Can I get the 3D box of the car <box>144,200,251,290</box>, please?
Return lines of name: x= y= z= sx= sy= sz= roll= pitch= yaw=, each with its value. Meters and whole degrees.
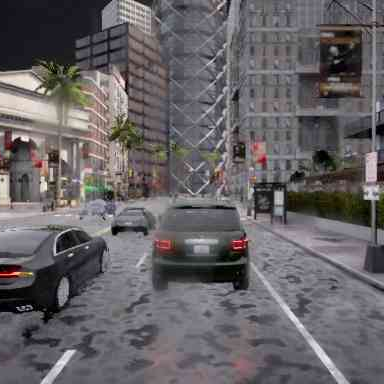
car: x=0.200 y=1.221 z=9.221 sx=2.150 sy=2.045 sz=5.566 roll=0 pitch=0 yaw=0

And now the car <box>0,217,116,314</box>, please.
car: x=-3.303 y=1.505 z=7.621 sx=1.837 sy=1.490 sz=4.892 roll=0 pitch=0 yaw=0

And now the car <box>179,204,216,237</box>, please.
car: x=0.301 y=1.505 z=19.082 sx=1.837 sy=1.490 sz=4.892 roll=0 pitch=0 yaw=1

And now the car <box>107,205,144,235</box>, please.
car: x=-3.200 y=1.564 z=18.835 sx=1.994 sy=1.385 sz=4.181 roll=0 pitch=0 yaw=1

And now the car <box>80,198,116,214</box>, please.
car: x=-6.743 y=1.178 z=24.331 sx=1.812 sy=1.442 sz=4.674 roll=0 pitch=0 yaw=1
